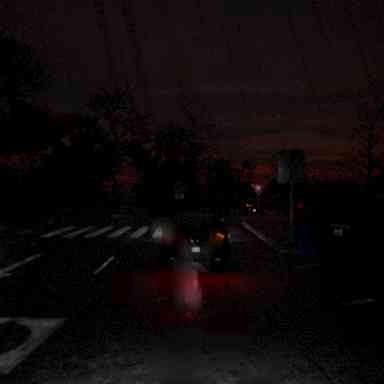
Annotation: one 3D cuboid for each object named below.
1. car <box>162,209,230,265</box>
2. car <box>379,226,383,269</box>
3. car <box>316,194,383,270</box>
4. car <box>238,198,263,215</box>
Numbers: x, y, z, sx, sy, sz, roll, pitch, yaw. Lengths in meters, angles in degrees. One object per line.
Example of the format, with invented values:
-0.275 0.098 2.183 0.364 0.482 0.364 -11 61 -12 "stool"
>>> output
0.096 1.290 11.000 1.882 1.535 5.008 0 1 0 "car"
6.000 1.425 5.926 4.674 1.452 2.002 0 1 -20 "car"
6.026 1.084 8.897 5.566 2.045 2.435 0 1 -20 "car"
5.695 1.337 32.104 1.837 1.490 4.892 2 1 3 "car"
